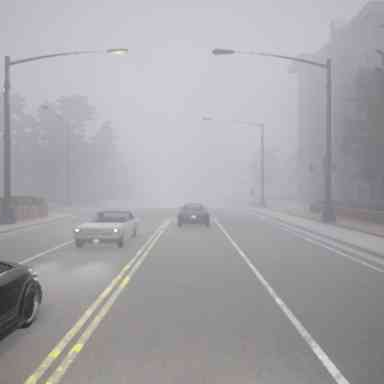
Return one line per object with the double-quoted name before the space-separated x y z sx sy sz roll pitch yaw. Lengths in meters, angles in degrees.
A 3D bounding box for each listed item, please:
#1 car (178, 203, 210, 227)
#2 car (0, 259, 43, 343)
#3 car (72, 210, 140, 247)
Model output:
"car" 0.099 1.428 21.755 1.994 1.385 4.181 0 0 0
"car" -3.583 1.538 4.091 1.994 1.385 4.181 0 0 0
"car" -3.570 1.509 14.583 1.895 1.301 4.718 0 0 0
